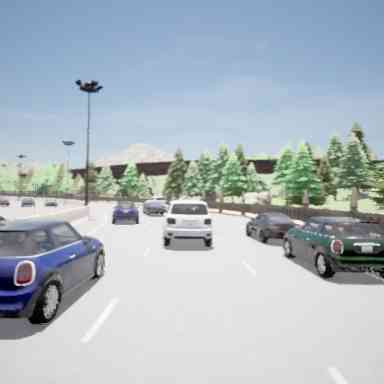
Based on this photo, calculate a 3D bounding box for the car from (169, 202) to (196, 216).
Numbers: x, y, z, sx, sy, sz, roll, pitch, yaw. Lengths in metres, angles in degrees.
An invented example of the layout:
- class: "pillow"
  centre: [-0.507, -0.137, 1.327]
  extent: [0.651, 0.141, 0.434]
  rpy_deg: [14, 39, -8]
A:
- class: "car"
  centre: [-1.187, 2.011, 39.804]
  extent: [1.994, 1.385, 4.181]
  rpy_deg: [1, -1, -19]

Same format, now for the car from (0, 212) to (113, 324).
- class: "car"
  centre: [-3.439, 1.370, 7.357]
  extent: [2.097, 1.767, 4.553]
  rpy_deg: [1, -1, 0]

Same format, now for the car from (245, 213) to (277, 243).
- class: "car"
  centre: [4.201, 1.822, 17.664]
  extent: [1.812, 1.442, 4.674]
  rpy_deg: [1, -1, -5]

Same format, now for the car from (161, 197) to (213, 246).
- class: "car"
  centre: [-0.316, 1.413, 16.522]
  extent: [2.150, 2.045, 5.566]
  rpy_deg: [1, 0, -5]

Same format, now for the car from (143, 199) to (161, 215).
- class: "car"
  centre: [-4.483, 1.907, 38.065]
  extent: [2.033, 1.411, 5.357]
  rpy_deg: [1, -1, -17]

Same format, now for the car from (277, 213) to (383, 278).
- class: "car"
  centre: [4.632, 1.578, 11.069]
  extent: [2.097, 1.767, 4.553]
  rpy_deg: [1, -1, -2]

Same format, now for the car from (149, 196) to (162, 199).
- class: "car"
  centre: [-5.655, 1.718, 51.742]
  extent: [2.150, 2.045, 5.566]
  rpy_deg: [1, -1, -24]

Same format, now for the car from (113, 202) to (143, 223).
- class: "car"
  centre: [-5.470, 1.567, 27.534]
  extent: [2.097, 1.767, 4.553]
  rpy_deg: [1, -1, -11]
